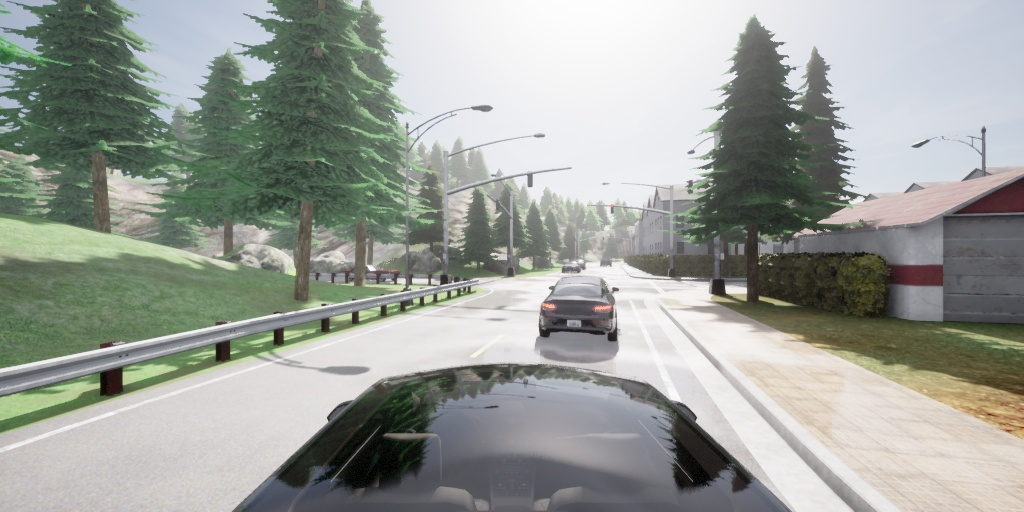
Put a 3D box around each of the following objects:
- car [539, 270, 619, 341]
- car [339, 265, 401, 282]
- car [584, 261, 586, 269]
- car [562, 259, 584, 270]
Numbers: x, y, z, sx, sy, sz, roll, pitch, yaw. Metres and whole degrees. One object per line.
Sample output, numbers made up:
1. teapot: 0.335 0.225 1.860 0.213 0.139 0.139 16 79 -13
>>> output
1. car: 1.922 1.276 9.878 1.812 1.442 4.674 0 0 15
2. car: -11.319 1.366 28.870 4.718 1.301 1.895 0 0 15
3. car: 9.867 1.241 52.862 2.128 1.511 4.902 0 0 15
4. car: 7.197 1.314 43.169 1.994 1.385 4.181 0 0 15
